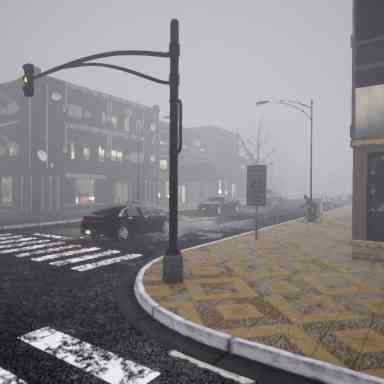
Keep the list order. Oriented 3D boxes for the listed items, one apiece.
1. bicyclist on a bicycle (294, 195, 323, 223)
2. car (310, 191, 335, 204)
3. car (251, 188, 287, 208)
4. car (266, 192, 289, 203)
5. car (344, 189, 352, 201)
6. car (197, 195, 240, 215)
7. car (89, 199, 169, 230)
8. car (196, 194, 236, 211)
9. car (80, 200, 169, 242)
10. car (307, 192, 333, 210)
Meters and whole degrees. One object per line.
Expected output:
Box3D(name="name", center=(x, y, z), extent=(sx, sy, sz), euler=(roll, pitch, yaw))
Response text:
Box3D(name="bicyclist on a bicycle", center=(6.834, 1.003, 19.557), extent=(1.656, 1.620, 0.582), euler=(0, 1, 35))
Box3D(name="car", center=(17.788, 0.702, 45.104), extent=(2.128, 1.511, 4.902), euler=(1, 1, 35))
Box3D(name="car", center=(8.368, 0.599, 37.100), extent=(2.150, 2.045, 5.566), euler=(1, 1, 35))
Box3D(name="car", center=(12.165, 0.767, 47.200), extent=(1.802, 1.307, 4.206), euler=(2, 2, 35))
Box3D(name="car", center=(25.475, 0.619, 51.642), extent=(1.887, 1.381, 4.507), euler=(2, 2, 35))
Box3D(name="car", center=(2.351, 1.028, 28.431), extent=(1.882, 1.535, 5.008), euler=(1, 1, 35))
Box3D(name="car", center=(-3.596, 1.248, 19.835), extent=(1.812, 1.442, 4.674), euler=(1, 1, 37))
Box3D(name="car", center=(2.450, 1.011, 33.334), extent=(2.008, 1.369, 4.403), euler=(2, 2, 35))
Box3D(name="car", center=(-2.801, 1.307, 15.371), extent=(1.837, 1.490, 4.892), euler=(1, 1, 35))
Box3D(name="car", center=(12.711, 0.993, 33.025), extent=(2.008, 1.369, 4.403), euler=(2, 2, 35))
